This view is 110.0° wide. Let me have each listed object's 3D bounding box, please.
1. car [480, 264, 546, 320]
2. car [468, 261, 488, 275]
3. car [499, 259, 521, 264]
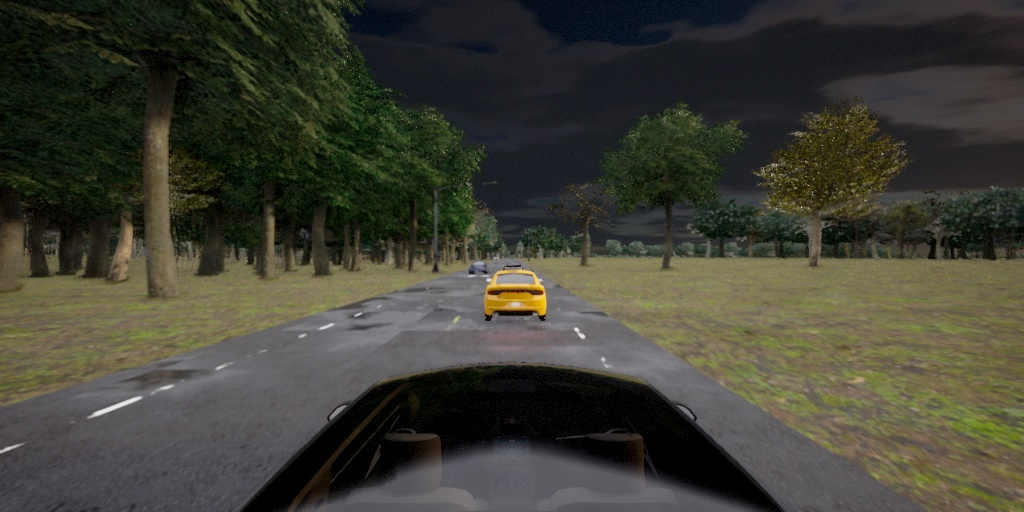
[{"bbox_3d":[0.097,1.228,12.694,1.882,1.535,5.008,0,0,0],"label":"car"},{"bbox_3d":[-3.585,1.258,38.944,1.812,1.442,4.674,0,0,0],"label":"car"},{"bbox_3d":[0.106,1.229,33.279,2.128,1.511,4.902,0,0,0],"label":"car"}]
